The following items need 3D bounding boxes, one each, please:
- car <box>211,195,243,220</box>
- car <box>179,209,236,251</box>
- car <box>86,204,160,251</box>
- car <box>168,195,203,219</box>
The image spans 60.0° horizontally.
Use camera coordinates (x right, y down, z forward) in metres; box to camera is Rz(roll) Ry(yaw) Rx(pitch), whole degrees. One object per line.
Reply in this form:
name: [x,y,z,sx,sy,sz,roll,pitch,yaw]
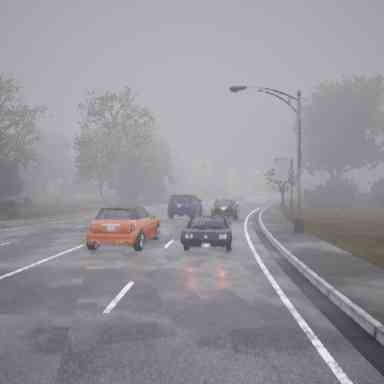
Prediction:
car: [2.903,1.362,28.295,2.097,1.767,4.553,0,0,12]
car: [0.729,1.612,14.056,1.895,1.301,4.718,0,0,6]
car: [-2.759,1.359,14.348,2.097,1.767,4.553,0,0,6]
car: [-0.513,1.248,29.055,2.150,2.045,5.566,0,0,12]
